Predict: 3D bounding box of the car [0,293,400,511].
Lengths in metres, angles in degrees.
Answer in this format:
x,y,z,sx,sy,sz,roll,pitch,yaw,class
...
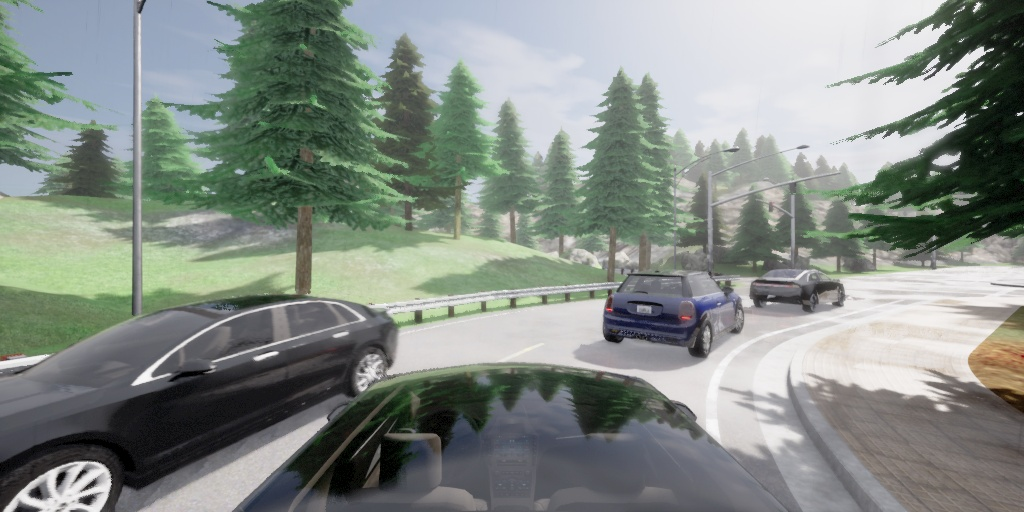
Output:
x,y,z,sx,sy,sz,roll,pitch,yaw,class
-3.309,1.256,4.011,1.837,1.490,4.892,-2,-1,20,car

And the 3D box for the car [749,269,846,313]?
x,y,z,sx,sy,sz,roll,pitch,yaw,class
11.282,1.256,14.102,4.902,1.511,2.128,0,0,-33,car

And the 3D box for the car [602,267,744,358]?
x,y,z,sx,sy,sz,roll,pitch,yaw,class
4.126,1.109,8.857,2.097,1.767,4.553,0,0,43,car
